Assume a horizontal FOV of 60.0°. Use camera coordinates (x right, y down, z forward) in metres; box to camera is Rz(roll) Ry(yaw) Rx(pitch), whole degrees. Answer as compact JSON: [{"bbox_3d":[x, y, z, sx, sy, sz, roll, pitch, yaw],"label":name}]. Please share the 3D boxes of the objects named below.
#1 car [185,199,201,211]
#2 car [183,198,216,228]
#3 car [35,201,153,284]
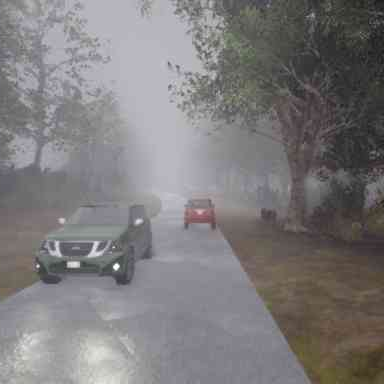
[{"bbox_3d":[0.095,1.654,44.341,1.895,1.301,4.718,0,2,-3],"label":"car"},{"bbox_3d":[0.543,1.454,24.448,2.150,2.045,5.566,-1,0,0],"label":"car"},{"bbox_3d":[-2.568,1.320,10.215,2.150,2.045,5.566,0,-1,2],"label":"car"}]
